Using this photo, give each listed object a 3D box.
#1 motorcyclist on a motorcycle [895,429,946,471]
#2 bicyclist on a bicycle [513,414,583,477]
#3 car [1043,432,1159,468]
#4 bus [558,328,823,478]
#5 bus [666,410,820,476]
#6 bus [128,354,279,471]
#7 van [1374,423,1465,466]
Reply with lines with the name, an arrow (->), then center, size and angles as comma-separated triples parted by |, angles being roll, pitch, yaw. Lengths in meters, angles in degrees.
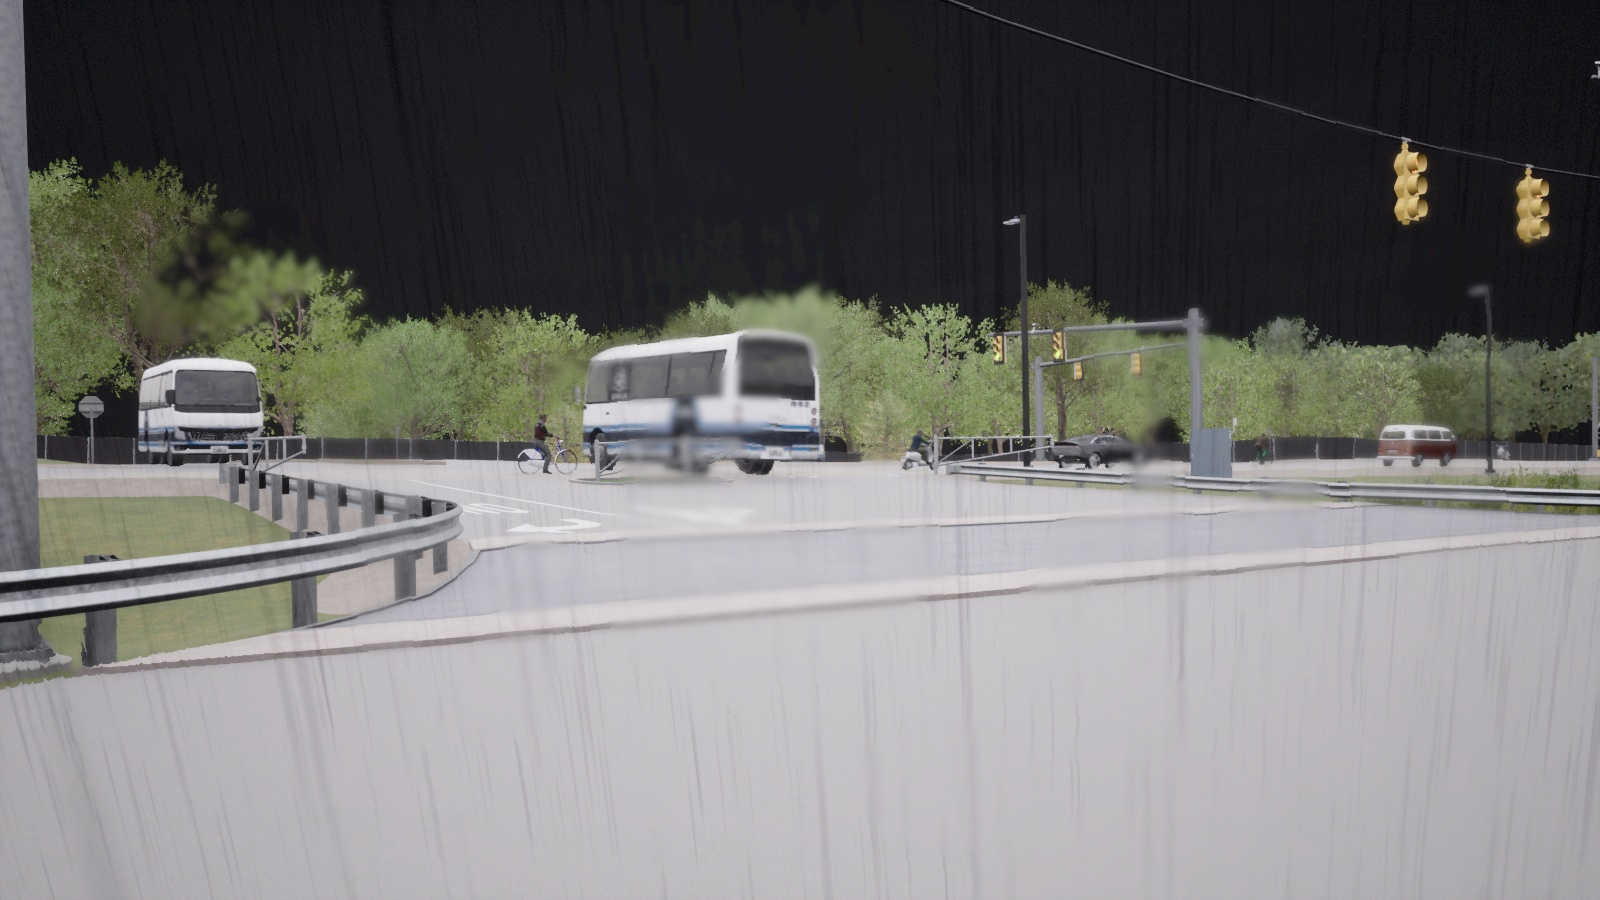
motorcyclist on a motorcycle -> 4.660, -0.013, 48.534 | 1.817, 1.590, 0.866 | 0, 0, -34
bicyclist on a bicycle -> -7.273, -0.128, 36.229 | 1.843, 1.776, 0.659 | 0, 2, -34
car -> 13.020, -0.007, 54.183 | 4.902, 1.511, 2.128 | 0, 0, -34
bus -> -3.896, -1.357, 41.029 | 3.944, 4.253, 10.273 | 0, 0, -35
bus -> -3.975, -0.441, 89.269 | 10.273, 4.253, 3.944 | 2, -1, 7
bus -> -24.498, -1.399, 51.166 | 3.944, 4.253, 10.273 | -1, 1, -34
van -> 30.468, -0.263, 61.752 | 4.480, 2.038, 2.069 | 0, 0, -34
